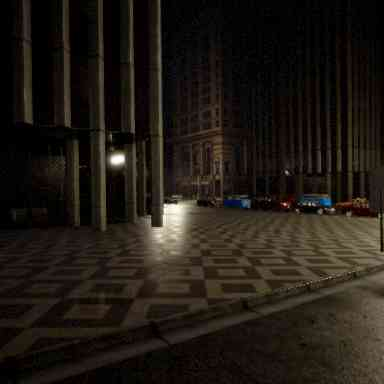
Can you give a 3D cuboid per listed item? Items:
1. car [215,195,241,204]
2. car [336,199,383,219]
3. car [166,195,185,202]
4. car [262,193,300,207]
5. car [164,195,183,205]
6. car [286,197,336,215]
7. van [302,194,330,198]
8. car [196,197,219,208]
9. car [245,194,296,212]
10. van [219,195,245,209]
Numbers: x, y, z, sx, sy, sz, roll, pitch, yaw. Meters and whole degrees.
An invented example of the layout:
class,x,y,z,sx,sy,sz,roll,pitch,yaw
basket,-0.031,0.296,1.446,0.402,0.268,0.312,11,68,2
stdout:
class,x,y,z,sx,sy,sz,roll,pitch,yaw
car,6.047,1.296,56.442,1.752,1.417,4.829,-1,1,-36
car,15.365,1.567,28.915,1.887,1.381,4.507,-1,1,-36
car,-3.539,1.256,69.755,2.008,1.369,4.403,-1,1,-36
car,12.601,1.130,47.335,2.192,1.841,5.009,-1,1,-36
car,-4.018,1.438,55.810,2.008,1.369,4.403,-1,1,-36
car,12.135,1.549,33.397,2.008,1.369,4.403,-1,1,-36
van,15.830,1.178,42.852,1.690,1.788,3.998,-1,1,-36
car,2.443,1.371,46.843,1.967,1.590,4.097,-1,1,-36
car,8.903,1.290,37.877,2.192,1.841,5.009,-1,1,-36
van,5.672,1.294,42.361,1.690,1.788,3.998,-1,1,-36
